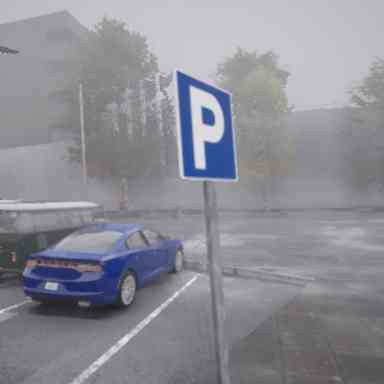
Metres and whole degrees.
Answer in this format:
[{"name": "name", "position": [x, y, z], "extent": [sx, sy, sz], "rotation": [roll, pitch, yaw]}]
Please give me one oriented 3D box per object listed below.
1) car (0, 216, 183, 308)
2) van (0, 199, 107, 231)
[{"name": "car", "position": [-1.720, 1.518, 8.144], "extent": [2.097, 1.535, 5.008], "rotation": [0, -1, 17]}, {"name": "van", "position": [-4.084, 1.303, 10.060], "extent": [1.878, 1.987, 4.442], "rotation": [0, -1, 17]}]
